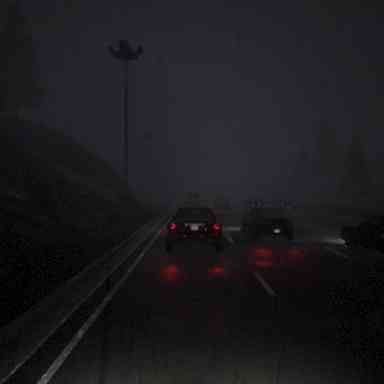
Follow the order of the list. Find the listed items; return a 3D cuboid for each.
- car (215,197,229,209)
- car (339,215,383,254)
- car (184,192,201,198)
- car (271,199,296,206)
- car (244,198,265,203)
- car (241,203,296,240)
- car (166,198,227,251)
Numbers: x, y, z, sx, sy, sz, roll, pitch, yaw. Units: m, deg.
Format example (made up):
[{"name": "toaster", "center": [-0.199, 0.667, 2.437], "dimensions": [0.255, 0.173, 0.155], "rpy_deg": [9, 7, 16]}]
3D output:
[{"name": "car", "center": [3.591, 1.331, 41.901], "dimensions": [2.128, 1.511, 4.902], "rpy_deg": [0, 0, 0]}, {"name": "car", "center": [7.099, 1.504, 11.497], "dimensions": [2.033, 1.411, 5.357], "rpy_deg": [0, 0, 0]}, {"name": "car", "center": [0.041, 1.045, 46.186], "dimensions": [2.150, 2.045, 5.566], "rpy_deg": [0, 0, -2]}, {"name": "car", "center": [10.593, 1.453, 38.905], "dimensions": [1.895, 1.301, 4.718], "rpy_deg": [0, 0, 0]}, {"name": "car", "center": [7.096, 1.404, 37.797], "dimensions": [2.033, 1.411, 5.357], "rpy_deg": [0, 0, 0]}, {"name": "car", "center": [3.597, 1.463, 16.360], "dimensions": [1.812, 1.442, 4.674], "rpy_deg": [0, 0, 0]}, {"name": "car", "center": [0.097, 1.298, 14.026], "dimensions": [2.097, 1.767, 4.553], "rpy_deg": [0, 0, 0]}]
